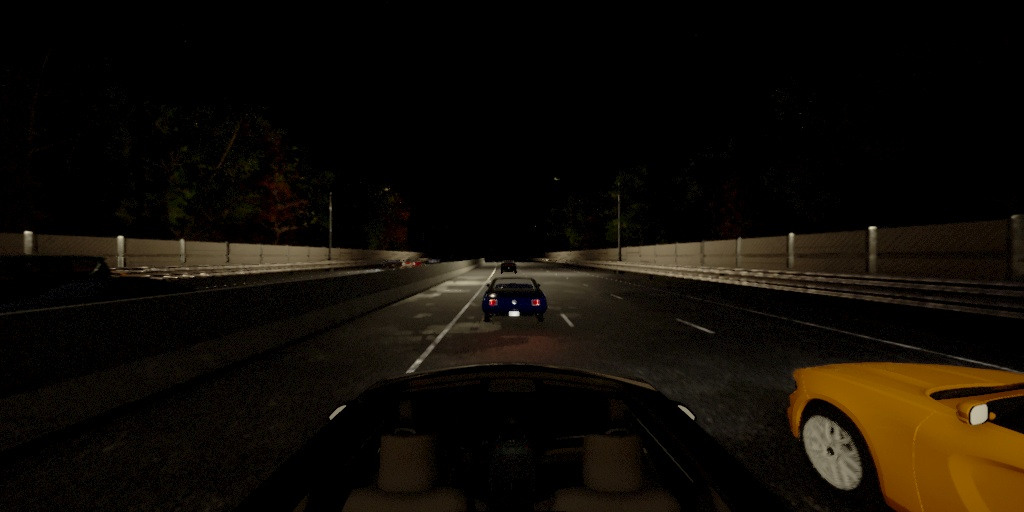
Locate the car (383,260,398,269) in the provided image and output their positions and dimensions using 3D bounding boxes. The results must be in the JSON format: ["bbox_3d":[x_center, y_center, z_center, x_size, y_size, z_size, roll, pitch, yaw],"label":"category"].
[{"bbox_3d":[-18.406,1.313,55.720,2.033,1.411,5.357,0,0,-1],"label":"car"}]

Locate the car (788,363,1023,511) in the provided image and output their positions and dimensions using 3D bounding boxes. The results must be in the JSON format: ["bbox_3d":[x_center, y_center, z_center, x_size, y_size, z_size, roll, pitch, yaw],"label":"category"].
[{"bbox_3d":[3.593,1.227,1.399,1.882,1.535,5.008,0,0,0],"label":"car"}]

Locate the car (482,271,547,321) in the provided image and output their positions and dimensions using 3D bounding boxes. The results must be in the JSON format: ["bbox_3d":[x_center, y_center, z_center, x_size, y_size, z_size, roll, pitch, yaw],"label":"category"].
[{"bbox_3d":[0.055,1.355,12.420,1.895,1.301,4.718,0,0,0],"label":"car"}]

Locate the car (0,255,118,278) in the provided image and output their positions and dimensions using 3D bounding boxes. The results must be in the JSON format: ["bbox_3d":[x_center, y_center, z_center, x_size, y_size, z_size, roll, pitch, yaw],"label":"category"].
[{"bbox_3d":[-14.128,0.977,9.583,2.150,2.045,5.566,0,0,0],"label":"car"}]

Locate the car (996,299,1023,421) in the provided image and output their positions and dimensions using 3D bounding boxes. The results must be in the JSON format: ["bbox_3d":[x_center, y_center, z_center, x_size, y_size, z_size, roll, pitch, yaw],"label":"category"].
[{"bbox_3d":[7.092,1.274,2.245,1.812,1.442,4.674,0,0,0],"label":"car"}]

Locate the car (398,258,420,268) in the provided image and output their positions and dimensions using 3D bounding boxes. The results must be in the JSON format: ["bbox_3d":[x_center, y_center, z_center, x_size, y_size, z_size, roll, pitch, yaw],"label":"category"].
[{"bbox_3d":[-14.851,1.119,53.300,2.097,1.767,4.553,0,0,-1],"label":"car"}]

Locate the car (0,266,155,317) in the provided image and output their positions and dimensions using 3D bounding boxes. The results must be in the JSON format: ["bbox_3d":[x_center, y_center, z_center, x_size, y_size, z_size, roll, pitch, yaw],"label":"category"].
[{"bbox_3d":[-17.660,1.235,14.277,1.882,1.535,5.008,0,0,0],"label":"car"}]

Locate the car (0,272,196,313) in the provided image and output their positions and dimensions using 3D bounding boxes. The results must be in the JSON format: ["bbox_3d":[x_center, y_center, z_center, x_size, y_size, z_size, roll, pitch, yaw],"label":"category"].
[{"bbox_3d":[-10.629,1.280,9.334,1.812,1.442,4.674,0,0,0],"label":"car"}]

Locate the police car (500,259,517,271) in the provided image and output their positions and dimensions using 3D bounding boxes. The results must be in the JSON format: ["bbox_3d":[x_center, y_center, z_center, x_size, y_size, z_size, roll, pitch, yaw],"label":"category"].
[{"bbox_3d":[-0.440,1.191,44.189,1.930,1.638,5.238,0,0,-1],"label":"police car"}]

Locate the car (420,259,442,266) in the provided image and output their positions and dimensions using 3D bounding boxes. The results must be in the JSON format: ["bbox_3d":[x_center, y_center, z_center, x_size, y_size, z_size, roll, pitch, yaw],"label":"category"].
[{"bbox_3d":[-11.314,1.258,52.028,2.128,1.511,4.902,0,0,-1],"label":"car"}]
